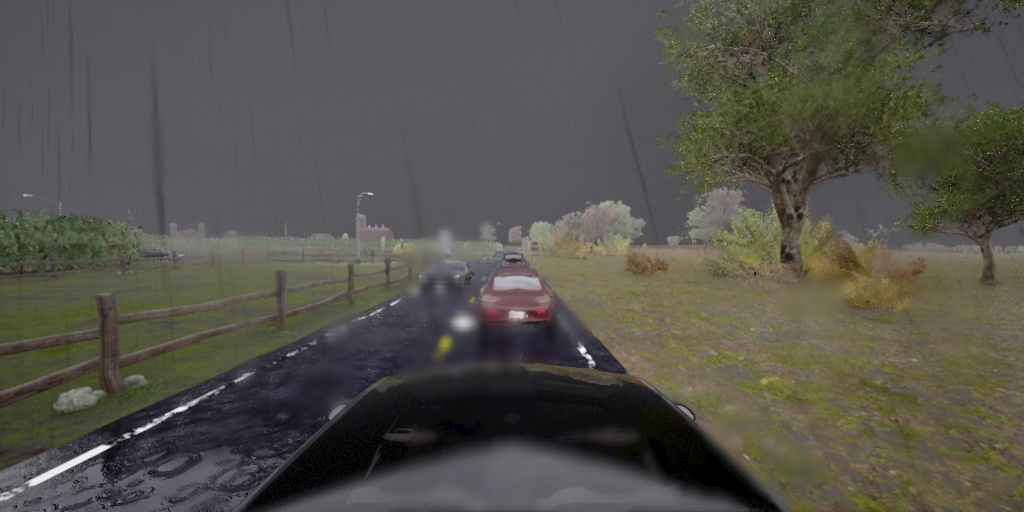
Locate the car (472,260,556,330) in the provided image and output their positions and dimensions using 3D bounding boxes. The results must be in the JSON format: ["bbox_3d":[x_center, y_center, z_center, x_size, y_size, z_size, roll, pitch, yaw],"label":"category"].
[{"bbox_3d":[0.101,1.015,9.904,1.812,1.442,4.674,0,2,-1],"label":"car"}]

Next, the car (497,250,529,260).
[{"bbox_3d":[0.100,0.522,24.916,1.837,1.490,4.892,0,2,0],"label":"car"}]

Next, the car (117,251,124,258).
[{"bbox_3d":[-44.931,-0.298,43.111,4.181,1.385,1.994,0,2,0],"label":"car"}]

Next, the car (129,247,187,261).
[{"bbox_3d":[-39.409,-0.213,40.308,4.902,1.511,2.128,0,2,0],"label":"car"}]

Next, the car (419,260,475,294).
[{"bbox_3d":[-2.844,0.882,16.477,1.895,1.301,4.718,0,2,0],"label":"car"}]
